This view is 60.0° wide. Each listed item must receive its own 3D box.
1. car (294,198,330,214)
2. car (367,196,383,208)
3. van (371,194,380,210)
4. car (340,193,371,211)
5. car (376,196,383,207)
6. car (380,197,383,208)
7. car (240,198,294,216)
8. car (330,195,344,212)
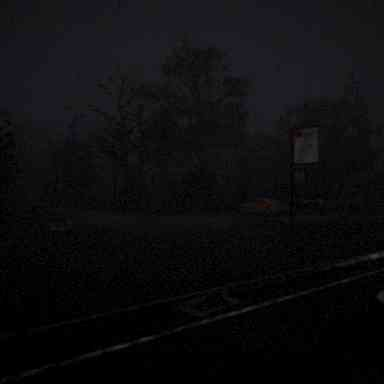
[{"bbox_3d":[11.181,1.349,34.479,2.097,1.535,5.008,0,0,-35],"label":"car"},{"bbox_3d":[27.159,1.419,45.646,1.946,1.575,5.366,0,0,-36],"label":"car"},{"bbox_3d":[20.184,1.153,41.034,1.878,1.987,4.442,0,0,-35],"label":"van"},{"bbox_3d":[18.006,1.242,39.299,2.185,1.767,4.553,0,0,-36],"label":"car"},{"bbox_3d":[29.321,1.436,47.413,2.097,1.535,5.008,0,0,-36],"label":"car"},{"bbox_3d":[24.786,1.448,44.175,2.002,1.452,4.674,0,0,-36],"label":"car"},{"bbox_3d":[6.651,1.354,31.240,2.097,1.535,5.008,0,0,-35],"label":"car"},{"bbox_3d":[13.452,1.393,36.093,2.002,1.452,4.674,0,0,-35],"label":"car"}]
